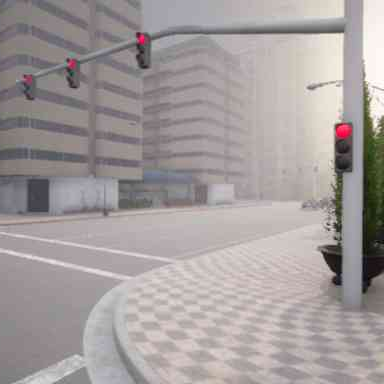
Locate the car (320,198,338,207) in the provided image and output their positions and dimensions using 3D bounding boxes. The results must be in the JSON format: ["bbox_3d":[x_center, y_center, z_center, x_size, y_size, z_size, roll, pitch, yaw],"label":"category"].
[{"bbox_3d":[21.917,1.646,53.053,1.895,1.301,4.718,0,0,32],"label":"car"}]

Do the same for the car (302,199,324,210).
[{"bbox_3d":[16.188,1.599,44.518,1.994,1.385,4.181,0,0,35],"label":"car"}]

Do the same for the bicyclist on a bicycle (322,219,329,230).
[{"bbox_3d":[8.152,1.356,18.602,1.656,1.620,0.582,0,0,35],"label":"bicyclist on a bicycle"}]
